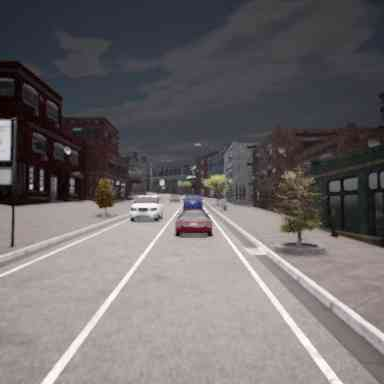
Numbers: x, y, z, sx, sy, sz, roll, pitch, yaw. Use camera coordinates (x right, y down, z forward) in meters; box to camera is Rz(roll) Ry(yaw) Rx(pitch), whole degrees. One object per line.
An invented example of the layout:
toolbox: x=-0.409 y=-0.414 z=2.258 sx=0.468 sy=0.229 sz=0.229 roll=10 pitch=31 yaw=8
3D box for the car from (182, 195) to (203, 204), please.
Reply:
car: x=0.091 y=1.301 z=37.393 sx=2.150 sy=2.045 sz=5.566 roll=0 pitch=0 yaw=0

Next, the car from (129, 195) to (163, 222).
car: x=-3.590 y=1.273 z=27.032 sx=2.150 sy=2.045 sz=5.566 roll=0 pitch=0 yaw=0

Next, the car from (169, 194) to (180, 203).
car: x=-3.549 y=1.271 z=68.622 sx=2.097 sy=1.767 sz=4.553 roll=0 pitch=1 yaw=0

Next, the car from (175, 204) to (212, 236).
car: x=0.102 y=1.592 z=18.756 sx=1.994 sy=1.385 sz=4.181 roll=0 pitch=0 yaw=0
